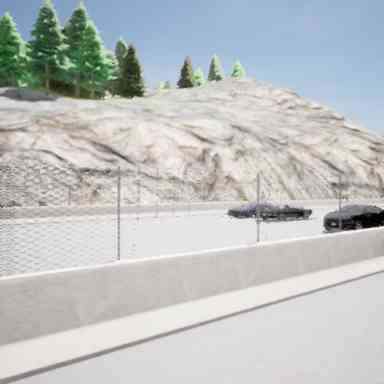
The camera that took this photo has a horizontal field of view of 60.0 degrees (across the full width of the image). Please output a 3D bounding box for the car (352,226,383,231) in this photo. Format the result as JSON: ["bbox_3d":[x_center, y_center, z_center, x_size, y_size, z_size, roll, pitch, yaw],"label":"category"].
[{"bbox_3d":[9.756,1.476,19.555,5.008,1.535,1.882,0,0,-35],"label":"car"}]
